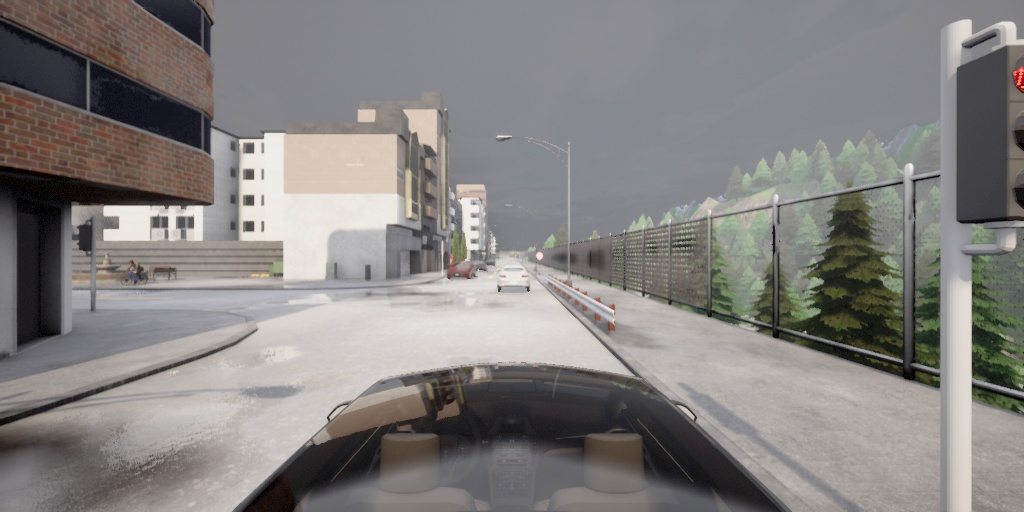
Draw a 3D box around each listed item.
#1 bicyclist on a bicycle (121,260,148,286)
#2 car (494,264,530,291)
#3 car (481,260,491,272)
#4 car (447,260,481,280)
[{"bbox_3d":[-24.284,1.083,23.067,0.582,1.620,1.656,0,0,0],"label":"bicyclist on a bicycle"},{"bbox_3d":[0.091,1.261,21.648,1.812,1.442,4.674,0,0,0],"label":"car"},{"bbox_3d":[-4.096,1.265,45.097,2.033,1.411,5.357,0,0,0],"label":"car"},{"bbox_3d":[-4.209,1.207,30.782,1.882,1.535,5.008,0,0,3],"label":"car"}]
